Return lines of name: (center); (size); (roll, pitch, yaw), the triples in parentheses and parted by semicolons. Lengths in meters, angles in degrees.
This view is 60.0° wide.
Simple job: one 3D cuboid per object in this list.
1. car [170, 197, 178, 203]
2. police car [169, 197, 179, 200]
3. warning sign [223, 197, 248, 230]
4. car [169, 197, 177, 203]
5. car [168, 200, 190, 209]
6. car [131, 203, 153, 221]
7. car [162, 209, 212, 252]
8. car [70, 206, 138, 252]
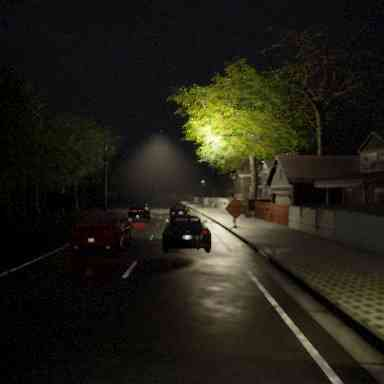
car: (-4.693, 2.015, 84.843); (1.801, 1.575, 5.366); (0, 0, -5)
police car: (-3.847, 1.928, 74.800); (1.930, 1.638, 5.238); (0, 0, -5)
warning sign: (2.583, 1.262, 19.749); (1.300, 1.860, 1.060); (0, 0, -3)
car: (-5.181, 2.089, 90.631); (1.837, 1.490, 4.892); (0, 0, -5)
car: (-1.088, 1.754, 29.377); (2.033, 1.411, 5.357); (0, 0, -4)
car: (-4.600, 1.718, 29.435); (1.837, 1.490, 4.892); (0, 0, -4)
car: (-0.248, 1.681, 14.532); (1.994, 1.385, 4.181); (0, 0, -2)
car: (-3.751, 1.596, 14.568); (1.882, 1.535, 5.008); (0, 0, -2)
